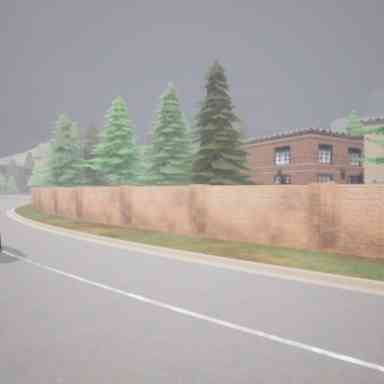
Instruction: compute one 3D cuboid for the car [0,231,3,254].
[{"bbox_3d":[-7.964,1.441,11.180,4.902,1.511,2.128,0,0,44],"label":"car"}]
